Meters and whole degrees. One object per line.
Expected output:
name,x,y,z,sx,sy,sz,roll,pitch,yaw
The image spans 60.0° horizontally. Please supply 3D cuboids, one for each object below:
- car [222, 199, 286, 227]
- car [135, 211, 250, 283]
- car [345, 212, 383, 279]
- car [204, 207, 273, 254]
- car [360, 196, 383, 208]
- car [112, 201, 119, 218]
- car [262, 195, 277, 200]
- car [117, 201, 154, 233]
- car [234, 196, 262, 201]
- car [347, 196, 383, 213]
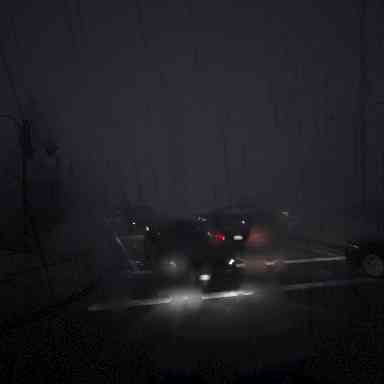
car,2.848,1.467,19.897,5.357,1.411,2.033,-3,1,-15
car,-0.371,1.543,10.110,2.033,1.411,5.357,0,0,-15
car,6.531,1.475,8.238,5.008,1.535,1.882,0,0,39
car,1.351,1.538,13.389,2.033,1.411,5.357,0,0,-4
car,23.911,1.274,43.180,1.845,1.501,3.633,0,0,-17
car,-6.258,1.515,30.098,2.033,1.411,5.357,0,0,-17
car,10.355,1.277,47.111,2.152,1.636,5.027,0,0,-17
car,-3.101,1.529,19.945,2.033,1.411,5.357,0,0,-17
car,7.366,1.287,46.156,2.007,1.523,4.514,0,0,-17
car,15.598,1.356,29.196,1.970,1.475,3.806,0,0,-17
